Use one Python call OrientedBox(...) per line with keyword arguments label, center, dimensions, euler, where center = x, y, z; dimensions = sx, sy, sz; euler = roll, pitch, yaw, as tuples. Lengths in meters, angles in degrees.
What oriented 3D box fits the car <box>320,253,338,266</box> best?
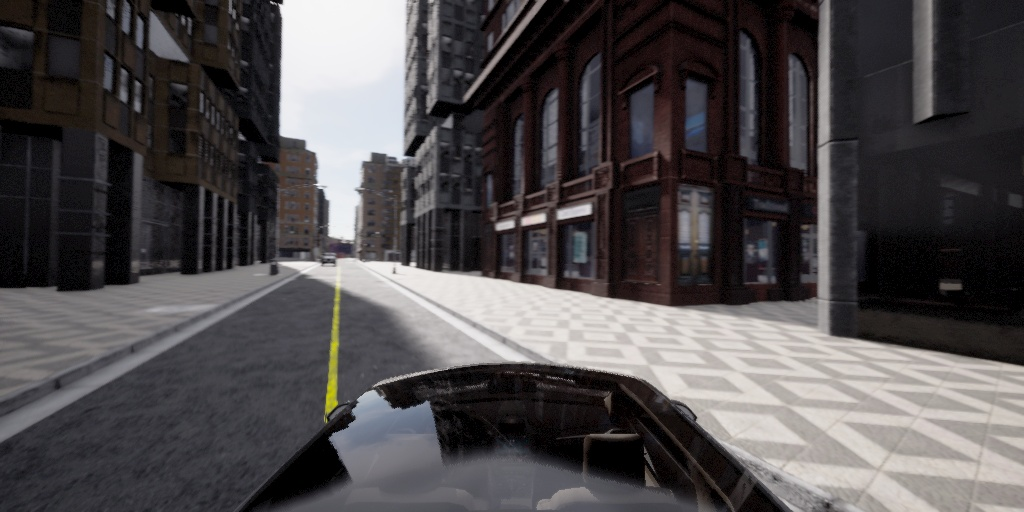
OrientedBox(label="car", center=(-28.475, 0.545, 55.894), dimensions=(2.150, 2.045, 5.566), euler=(1, -1, -26))
